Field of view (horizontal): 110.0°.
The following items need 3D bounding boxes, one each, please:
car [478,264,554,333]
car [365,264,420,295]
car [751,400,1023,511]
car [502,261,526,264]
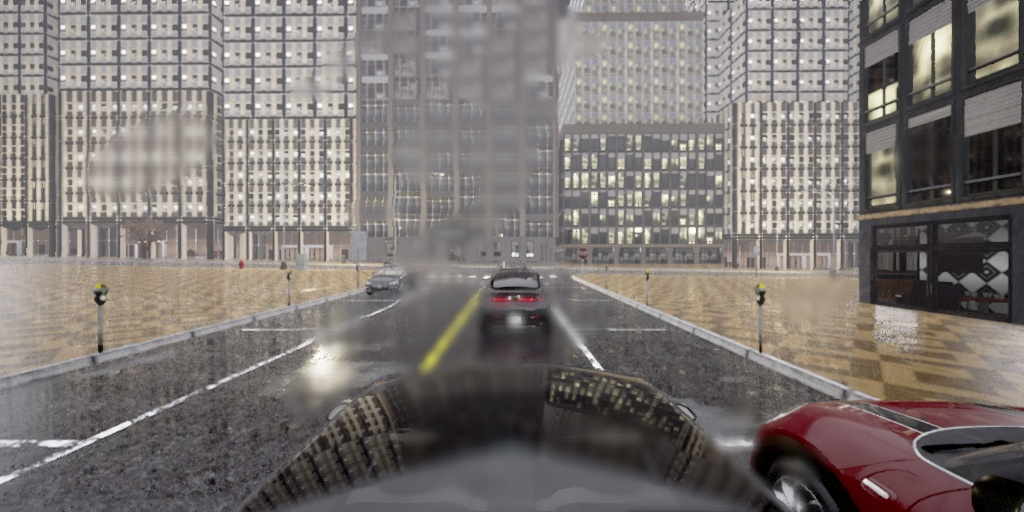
[{"bbox_3d":[0.102,1.150,10.321,1.837,1.490,4.892,0,1,0],"label":"car"},{"bbox_3d":[-5.817,1.104,17.904,2.007,1.370,4.403,0,0,0],"label":"car"},{"bbox_3d":[2.692,1.199,0.969,1.967,1.591,4.097,0,0,0],"label":"car"},{"bbox_3d":[0.101,1.011,20.718,2.128,1.511,4.902,0,1,0],"label":"car"}]
